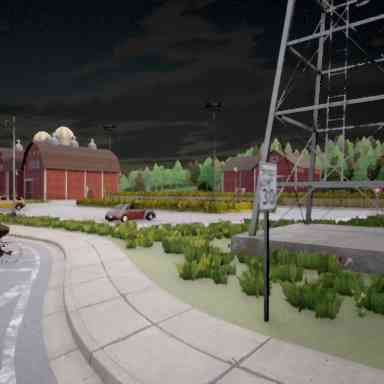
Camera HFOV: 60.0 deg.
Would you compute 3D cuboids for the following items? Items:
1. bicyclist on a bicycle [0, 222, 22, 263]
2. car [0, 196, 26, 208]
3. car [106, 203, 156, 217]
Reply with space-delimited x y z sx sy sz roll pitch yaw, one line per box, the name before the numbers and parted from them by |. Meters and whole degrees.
bicyclist on a bicycle | -6.152 1.438 10.247 1.656 1.620 0.582 -1 0 -17
car | -22.257 1.302 39.383 1.932 1.855 4.605 0 0 39
car | -4.637 1.517 25.422 1.784 1.438 3.905 0 0 39
